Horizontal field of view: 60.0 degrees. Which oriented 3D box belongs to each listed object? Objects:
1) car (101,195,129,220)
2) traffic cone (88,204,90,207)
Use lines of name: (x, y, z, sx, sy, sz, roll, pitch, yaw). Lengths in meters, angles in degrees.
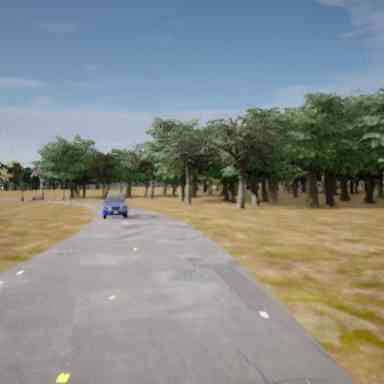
car: (-7.038, 1.346, 30.561, 2.150, 2.045, 5.566, 0, 0, -14)
traffic cone: (-15.618, 2.306, 51.205, 0.580, 0.340, 0.340, -1, 0, -18)
